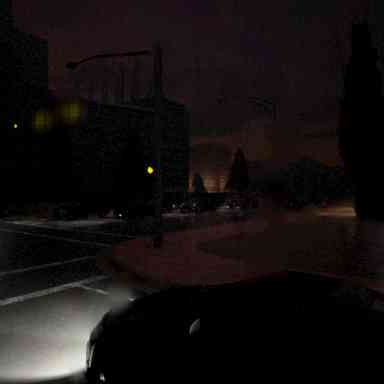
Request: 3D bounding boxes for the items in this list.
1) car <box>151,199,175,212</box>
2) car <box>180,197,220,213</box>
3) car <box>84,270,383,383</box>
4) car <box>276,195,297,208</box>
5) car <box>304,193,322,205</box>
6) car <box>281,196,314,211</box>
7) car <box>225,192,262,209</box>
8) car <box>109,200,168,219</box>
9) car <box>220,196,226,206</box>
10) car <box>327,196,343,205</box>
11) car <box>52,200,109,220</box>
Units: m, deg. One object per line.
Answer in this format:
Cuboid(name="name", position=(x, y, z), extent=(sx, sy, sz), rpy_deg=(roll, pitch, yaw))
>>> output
Cuboid(name="car", position=(-3.877, 1.507, 36.038), extent=(1.837, 1.490, 4.892), rpy_deg=(0, 0, 36))
Cuboid(name="car", position=(0.724, 1.354, 36.422), extent=(2.097, 1.767, 4.553), rpy_deg=(0, 0, 36))
Cuboid(name="car", position=(0.821, 1.564, 3.415), extent=(4.181, 1.385, 1.994), rpy_deg=(0, 0, 35))
Cuboid(name="car", position=(14.195, 1.505, 48.658), extent=(1.837, 1.490, 4.892), rpy_deg=(0, -1, 36))
Cuboid(name="car", position=(21.547, 1.493, 58.776), extent=(2.128, 1.511, 4.902), rpy_deg=(0, 0, 36))
Cuboid(name="car", position=(13.106, 1.565, 41.208), extent=(1.994, 1.385, 4.181), rpy_deg=(0, 0, 36))
Cuboid(name="car", position=(7.029, 1.224, 45.077), extent=(2.150, 2.045, 5.566), rpy_deg=(0, 0, 36))
Cuboid(name="car", position=(-4.597, 1.603, 29.095), extent=(1.895, 1.301, 4.718), rpy_deg=(0, 0, 36))
Cuboid(name="car", position=(1.867, 1.550, 43.937), extent=(2.033, 1.411, 5.357), rpy_deg=(0, 0, 36))
Cuboid(name="car", position=(24.511, 1.489, 56.899), extent=(2.128, 1.511, 4.902), rpy_deg=(0, 0, 36))
Cuboid(name="car", position=(-9.401, 1.480, 28.455), extent=(1.882, 1.535, 5.008), rpy_deg=(0, 0, 36))
